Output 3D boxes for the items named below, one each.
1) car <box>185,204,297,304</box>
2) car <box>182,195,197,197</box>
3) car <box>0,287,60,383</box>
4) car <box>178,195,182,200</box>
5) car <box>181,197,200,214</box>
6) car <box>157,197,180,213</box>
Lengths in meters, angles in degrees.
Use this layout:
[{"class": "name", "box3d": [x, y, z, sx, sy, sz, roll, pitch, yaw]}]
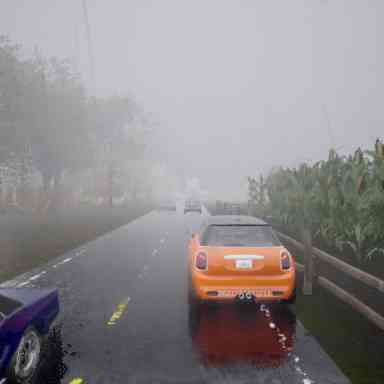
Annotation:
[{"class": "car", "box3d": [0.963, 1.349, 8.277, 2.097, 1.767, 4.553, 0, 0, 0]}, {"class": "car", "box3d": [0.072, 1.346, 46.206, 2.097, 1.767, 4.553, 0, 0, 0]}, {"class": "car", "box3d": [-2.850, 1.600, 2.615, 1.895, 1.301, 4.718, 0, 0, 0]}, {"class": "car", "box3d": [-2.721, 1.490, 81.691, 2.128, 1.511, 4.902, 0, 0, 0]}, {"class": "car", "box3d": [0.084, 1.542, 35.644, 2.033, 1.411, 5.357, 0, 0, 0]}, {"class": "car", "box3d": [-2.738, 1.558, 36.928, 1.994, 1.385, 4.181, 0, 0, 0]}]
